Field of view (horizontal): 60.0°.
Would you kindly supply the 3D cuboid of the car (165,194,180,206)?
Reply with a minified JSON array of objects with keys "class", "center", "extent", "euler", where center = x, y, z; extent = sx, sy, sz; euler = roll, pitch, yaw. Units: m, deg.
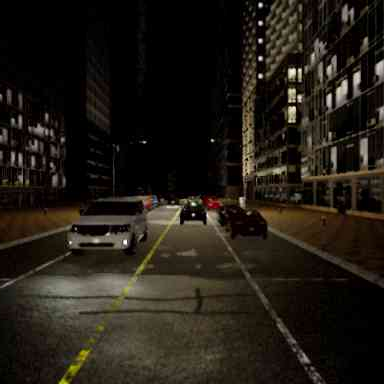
[{"class":"car","center":[-3.059,1.466,55.472],"extent":[2.128,1.511,4.902],"euler":[0,0,0]}]

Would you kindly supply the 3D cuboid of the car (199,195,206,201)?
[{"class":"car","center":[2.698,1.525,85.224],"extent":[1.802,1.307,4.206],"euler":[0,0,0]}]

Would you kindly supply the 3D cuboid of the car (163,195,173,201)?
[{"class":"car","center":[-5.683,1.514,79.557],"extent":[1.947,1.339,4.313],"euler":[0,0,0]}]

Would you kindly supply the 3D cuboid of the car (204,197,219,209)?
[{"class":"car","center":[2.694,1.570,39.878],"extent":[1.802,1.307,4.206],"euler":[0,0,0]}]

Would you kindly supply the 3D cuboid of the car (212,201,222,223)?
[{"class":"car","center":[2.692,1.563,22.874],"extent":[1.947,1.339,4.313],"euler":[0,0,0]}]

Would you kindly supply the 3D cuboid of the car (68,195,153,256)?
[{"class":"car","center":[-3.098,1.220,13.517],"extent":[2.150,2.045,5.566],"euler":[0,0,0]}]

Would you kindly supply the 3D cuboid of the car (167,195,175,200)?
[{"class":"car","center":[-5.682,1.500,90.895],"extent":[1.947,1.339,4.313],"euler":[0,0,0]}]

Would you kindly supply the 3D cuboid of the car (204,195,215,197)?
[{"class":"car","center":[2.695,1.294,51.214],"extent":[2.192,1.841,5.009],"euler":[0,0,0]}]

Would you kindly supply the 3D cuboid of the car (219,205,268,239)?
[{"class":"car","center":[2.691,1.543,17.206],"extent":[1.887,1.381,4.507],"euler":[0,0,0]}]

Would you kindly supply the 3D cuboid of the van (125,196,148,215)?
[{"class":"van","center":[-5.688,1.333,34.212],"extent":[1.690,1.788,3.998],"euler":[0,0,0]}]

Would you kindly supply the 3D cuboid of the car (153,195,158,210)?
[{"class":"car","center":[-5.687,1.303,39.879],"extent":[2.192,1.841,5.009],"euler":[0,0,0]}]

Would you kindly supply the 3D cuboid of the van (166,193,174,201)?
[{"class":"van","center":[-5.683,1.283,85.225],"extent":[1.690,1.788,3.998],"euler":[0,0,0]}]

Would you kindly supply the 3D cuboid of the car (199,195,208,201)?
[{"class":"car","center":[2.697,1.493,79.556],"extent":[1.887,1.381,4.507],"euler":[0,0,0]}]

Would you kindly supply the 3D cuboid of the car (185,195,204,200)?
[{"class":"car","center":[0.106,1.338,42.168],"extent":[2.097,1.767,4.553],"euler":[0,0,0]}]

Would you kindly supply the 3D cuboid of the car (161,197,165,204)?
[{"class":"car","center":[-5.686,1.523,51.216],"extent":[1.887,1.381,4.507],"euler":[0,0,0]}]

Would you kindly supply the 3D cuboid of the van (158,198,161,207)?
[{"class":"van","center":[-5.687,1.325,45.548],"extent":[1.690,1.788,3.998],"euler":[0,0,0]}]

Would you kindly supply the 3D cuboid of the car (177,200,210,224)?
[{"class":"car","center":[0.102,1.561,25.015],"extent":[1.994,1.385,4.181],"euler":[0,0,0]}]
